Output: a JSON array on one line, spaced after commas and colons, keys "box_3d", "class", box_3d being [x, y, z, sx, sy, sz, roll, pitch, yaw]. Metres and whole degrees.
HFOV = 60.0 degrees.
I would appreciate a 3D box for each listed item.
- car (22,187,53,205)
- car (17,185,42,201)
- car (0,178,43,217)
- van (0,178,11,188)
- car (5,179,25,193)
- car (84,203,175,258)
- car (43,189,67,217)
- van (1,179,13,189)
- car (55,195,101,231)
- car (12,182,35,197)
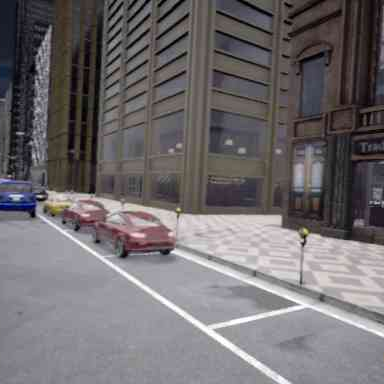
[{"box_3d": [-14.114, 0.310, 30.191, 1.947, 1.339, 4.313, 2, 1, -33], "class": "car"}, {"box_3d": [-17.126, 0.052, 34.927, 1.887, 1.381, 4.507, 2, 1, -33], "class": "car"}, {"box_3d": [-10.611, 0.326, 19.675, 2.150, 2.045, 5.566, 2, 2, -32], "class": "car"}, {"box_3d": [-38.206, -1.808, 68.081, 1.690, 1.788, 3.998, 2, 1, -33], "class": "van"}, {"box_3d": [-26.152, -0.889, 49.133, 2.192, 1.841, 5.009, 2, 1, -33], "class": "car"}, {"box_3d": [-2.063, 1.279, 11.245, 1.802, 1.307, 4.206, 2, 1, -33], "class": "car"}, {"box_3d": [-8.177, 0.737, 20.860, 1.752, 1.417, 4.829, 2, 1, -33], "class": "car"}, {"box_3d": [-35.193, -1.572, 63.345, 1.690, 1.788, 3.998, 2, 1, -33], "class": "van"}, {"box_3d": [-5.076, 1.039, 15.981, 1.802, 1.307, 4.206, 2, 1, -33], "class": "car"}, {"box_3d": [-20.133, -0.290, 39.662, 1.967, 1.590, 4.097, 2, 1, -33], "class": "car"}]
